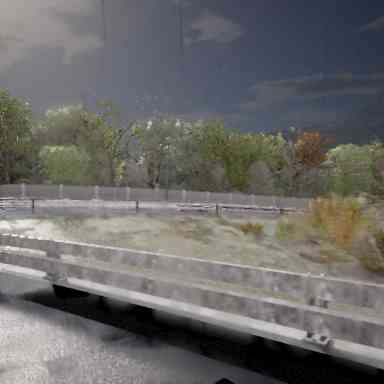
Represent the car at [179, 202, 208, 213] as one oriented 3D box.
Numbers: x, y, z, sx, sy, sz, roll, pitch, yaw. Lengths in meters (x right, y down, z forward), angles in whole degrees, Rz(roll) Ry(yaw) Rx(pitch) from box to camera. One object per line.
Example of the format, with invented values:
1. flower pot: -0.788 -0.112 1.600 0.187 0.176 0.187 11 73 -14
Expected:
1. car: 0.372 2.138 46.583 5.357 1.411 2.033 3 -1 -27
